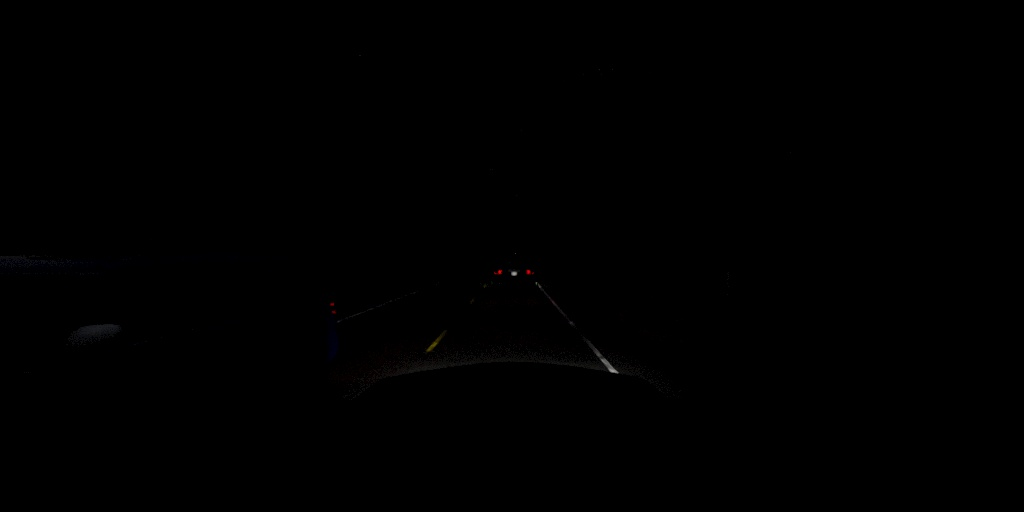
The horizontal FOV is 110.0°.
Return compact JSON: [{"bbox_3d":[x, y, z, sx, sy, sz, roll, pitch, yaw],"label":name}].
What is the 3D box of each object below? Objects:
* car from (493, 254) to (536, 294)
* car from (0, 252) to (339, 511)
[{"bbox_3d":[0.109,0.933,19.824,2.150,2.045,5.566,0,0,0],"label":"car"},{"bbox_3d":[-3.592,0.971,2.958,2.150,2.045,5.566,0,0,0],"label":"car"}]
